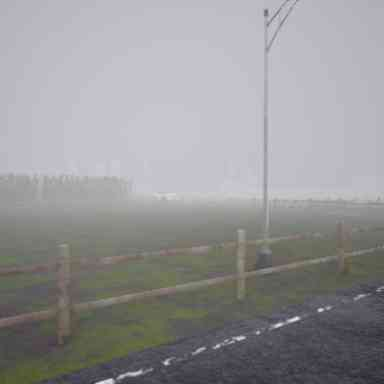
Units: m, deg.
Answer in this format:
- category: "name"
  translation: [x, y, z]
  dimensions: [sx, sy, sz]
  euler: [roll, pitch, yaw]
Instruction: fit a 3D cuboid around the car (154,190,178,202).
- category: "car"
  translation: [-4.756, 0.700, 60.010]
  dimensions: [2.150, 2.045, 5.566]
  euler: [0, 0, -37]
